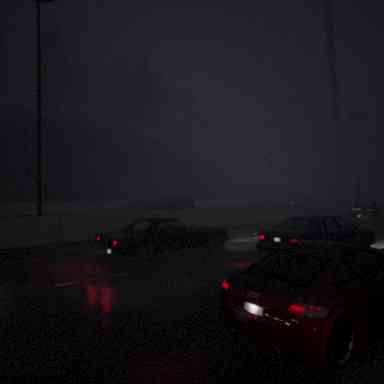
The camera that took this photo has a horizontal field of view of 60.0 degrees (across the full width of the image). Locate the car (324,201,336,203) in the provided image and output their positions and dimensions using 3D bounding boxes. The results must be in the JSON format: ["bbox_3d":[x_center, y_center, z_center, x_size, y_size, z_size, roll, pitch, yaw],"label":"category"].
[{"bbox_3d":[24.646,1.299,58.531,1.812,1.442,4.674,0,0,37],"label":"car"}]

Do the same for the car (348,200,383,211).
[{"bbox_3d":[12.906,1.386,23.812,4.902,1.511,2.128,0,0,-43],"label":"car"}]

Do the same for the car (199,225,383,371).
[{"bbox_3d":[2.426,1.543,5.725,4.181,1.385,1.994,0,0,-37],"label":"car"}]

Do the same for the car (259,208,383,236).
[{"bbox_3d":[4.555,1.505,11.802,5.357,1.411,2.033,0,0,-39],"label":"car"}]

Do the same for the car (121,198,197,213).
[{"bbox_3d":[-2.318,1.459,24.574,4.902,1.511,2.128,0,0,-40],"label":"car"}]

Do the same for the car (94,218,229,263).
[{"bbox_3d":[-0.897,1.584,11.959,4.718,1.301,1.895,0,0,-38],"label":"car"}]
